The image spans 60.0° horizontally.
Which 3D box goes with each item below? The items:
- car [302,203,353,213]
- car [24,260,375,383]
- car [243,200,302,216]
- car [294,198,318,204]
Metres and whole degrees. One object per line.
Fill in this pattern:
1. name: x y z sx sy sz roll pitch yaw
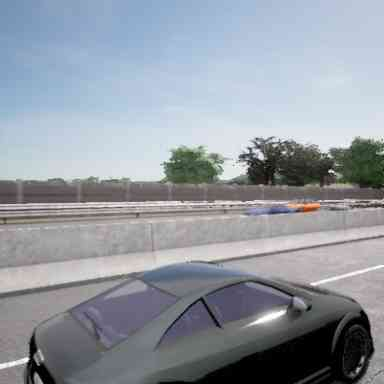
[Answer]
1. car: 10.338 1.660 24.265 4.718 1.301 1.895 0 0 -35
2. car: 0.332 1.564 3.982 4.181 1.385 1.994 0 0 -35
3. car: 5.992 1.572 25.457 4.674 1.442 1.812 0 0 -35
4. car: 10.877 1.444 33.230 4.553 1.767 2.097 0 0 -35
